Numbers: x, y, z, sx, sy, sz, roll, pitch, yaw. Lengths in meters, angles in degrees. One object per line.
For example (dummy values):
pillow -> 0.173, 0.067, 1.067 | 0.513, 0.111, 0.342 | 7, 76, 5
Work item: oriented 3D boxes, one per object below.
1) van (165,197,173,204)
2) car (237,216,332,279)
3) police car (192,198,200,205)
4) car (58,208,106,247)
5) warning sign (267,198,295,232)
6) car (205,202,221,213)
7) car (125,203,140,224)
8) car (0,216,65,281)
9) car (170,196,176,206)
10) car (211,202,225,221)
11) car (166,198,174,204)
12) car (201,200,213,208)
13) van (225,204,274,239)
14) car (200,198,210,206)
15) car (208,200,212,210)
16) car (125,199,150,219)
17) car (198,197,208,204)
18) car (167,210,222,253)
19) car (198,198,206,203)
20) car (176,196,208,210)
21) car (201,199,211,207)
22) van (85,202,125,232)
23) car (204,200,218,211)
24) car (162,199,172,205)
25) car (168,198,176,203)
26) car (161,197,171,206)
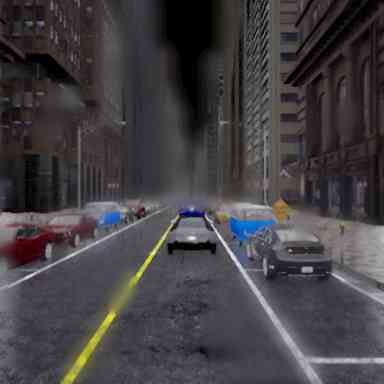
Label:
van -> -5.764, 2.150, 83.175 | 1.690, 1.788, 3.998 | 0, -1, 0
car -> 2.763, 1.647, 10.148 | 2.008, 1.369, 4.403 | 0, -1, 0
police car -> 0.899, 2.193, 79.123 | 1.930, 1.638, 5.238 | 0, -1, 0
car -> -5.762, 1.694, 15.755 | 1.887, 1.381, 4.507 | 0, -1, 0
warning sign -> 5.067, 1.295, 19.019 | 1.300, 1.860, 1.060 | 0, -1, 0
car -> 2.762, 1.998, 43.859 | 1.802, 1.307, 4.206 | 0, -1, 0
car -> -5.763, 1.806, 26.992 | 2.008, 1.369, 4.403 | 0, -1, 0
car -> -5.762, 1.641, 10.138 | 1.887, 1.381, 4.507 | 0, -1, 0
car -> -3.001, 2.162, 71.001 | 1.882, 1.535, 5.008 | 0, -1, 0
car -> 2.762, 1.782, 27.174 | 1.752, 1.417, 4.829 | 0, -1, 0
car -> -5.764, 2.410, 88.791 | 1.887, 1.381, 4.507 | 0, -1, 0
car -> 2.762, 2.149, 60.715 | 1.947, 1.339, 4.313 | 0, -1, 0
van -> 2.763, 1.490, 15.769 | 1.690, 1.788, 3.998 | 0, -1, 0
car -> 2.761, 2.136, 71.953 | 1.967, 1.590, 4.097 | 0, -1, 0
car -> 2.762, 1.944, 38.241 | 1.802, 1.307, 4.206 | 0, -1, 0
car -> -5.763, 1.624, 32.612 | 2.192, 1.841, 5.009 | 0, -1, 0
car -> 2.761, 2.124, 83.191 | 2.192, 1.841, 5.009 | 0, -1, 0
car -> 0.002, 1.699, 14.301 | 1.994, 1.385, 4.181 | 0, -1, 0
car -> 2.761, 2.473, 94.426 | 2.008, 1.369, 4.403 | 0, -1, 0
car -> 0.001, 1.491, 29.014 | 2.150, 2.045, 5.566 | 0, 0, 0
car -> 2.762, 2.184, 66.334 | 1.887, 1.381, 4.507 | 0, -1, 0
van -> -5.762, 1.543, 21.376 | 1.690, 1.788, 3.998 | 0, -1, 0
car -> 2.762, 1.997, 49.648 | 1.752, 1.417, 4.829 | 0, -1, 0
car -> -5.764, 2.318, 77.555 | 1.947, 1.339, 4.313 | 0, -1, 0
car -> -5.764, 2.488, 94.409 | 1.947, 1.339, 4.313 | 0, -1, 0
car -> -5.764, 2.278, 71.937 | 1.802, 1.307, 4.206 | 0, -1, 0
